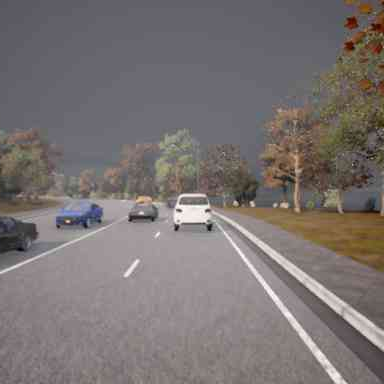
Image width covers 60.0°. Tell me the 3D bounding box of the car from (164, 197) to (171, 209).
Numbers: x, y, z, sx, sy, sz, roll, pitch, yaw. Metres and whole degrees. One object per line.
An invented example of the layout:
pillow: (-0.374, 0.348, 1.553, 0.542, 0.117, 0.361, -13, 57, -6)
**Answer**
car: (-2.340, 1.340, 41.706, 2.128, 1.511, 4.902, 1, 0, -13)

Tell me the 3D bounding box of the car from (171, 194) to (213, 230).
car: (0.036, 1.139, 20.328, 2.150, 2.045, 5.566, 0, 0, -1)

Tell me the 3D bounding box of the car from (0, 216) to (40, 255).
car: (-7.010, 1.514, 10.965, 2.033, 1.411, 5.357, 0, 0, 0)

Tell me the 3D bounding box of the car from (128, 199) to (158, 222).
car: (-3.682, 1.453, 25.580, 1.994, 1.385, 4.181, 0, 0, -3)

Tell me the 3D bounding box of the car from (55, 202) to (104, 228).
car: (-7.063, 1.385, 21.367, 1.882, 1.535, 5.008, 0, 0, -1)

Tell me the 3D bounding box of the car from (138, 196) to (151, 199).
car: (-6.115, 1.281, 42.458, 1.882, 1.535, 5.008, 1, 0, -14)
